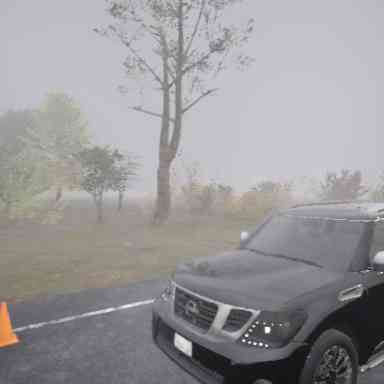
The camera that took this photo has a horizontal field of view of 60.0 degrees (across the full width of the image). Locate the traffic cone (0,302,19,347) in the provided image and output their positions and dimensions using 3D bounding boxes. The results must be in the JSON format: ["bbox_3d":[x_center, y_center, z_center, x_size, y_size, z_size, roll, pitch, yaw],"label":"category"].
[{"bbox_3d":[-2.818,1.951,4.996,0.340,0.580,0.340,0,0,-35],"label":"traffic cone"}]

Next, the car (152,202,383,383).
[{"bbox_3d":[2.171,1.213,5.010,5.566,2.045,2.150,0,0,-35],"label":"car"}]
